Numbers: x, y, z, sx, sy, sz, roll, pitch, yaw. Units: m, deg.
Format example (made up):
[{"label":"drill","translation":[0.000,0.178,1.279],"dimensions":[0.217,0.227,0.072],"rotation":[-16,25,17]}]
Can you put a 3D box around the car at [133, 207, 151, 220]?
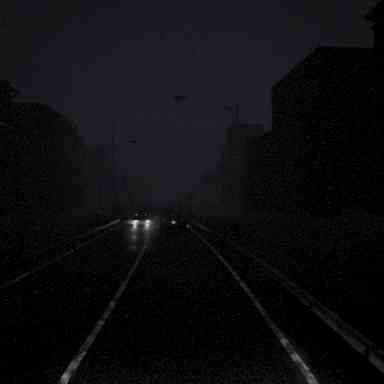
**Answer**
[{"label":"car","translation":[-6.049,2.560,40.601],"dimensions":[1.837,1.490,4.892],"rotation":[0,-1,-5]}]

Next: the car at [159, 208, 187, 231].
[{"label":"car","translation":[-1.459,2.156,25.226],"dimensions":[1.994,1.385,4.181],"rotation":[0,-2,-5]}]

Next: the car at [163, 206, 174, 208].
[{"label":"car","translation":[-2.935,2.556,41.524],"dimensions":[1.837,1.490,4.892],"rotation":[0,-1,-5]}]
